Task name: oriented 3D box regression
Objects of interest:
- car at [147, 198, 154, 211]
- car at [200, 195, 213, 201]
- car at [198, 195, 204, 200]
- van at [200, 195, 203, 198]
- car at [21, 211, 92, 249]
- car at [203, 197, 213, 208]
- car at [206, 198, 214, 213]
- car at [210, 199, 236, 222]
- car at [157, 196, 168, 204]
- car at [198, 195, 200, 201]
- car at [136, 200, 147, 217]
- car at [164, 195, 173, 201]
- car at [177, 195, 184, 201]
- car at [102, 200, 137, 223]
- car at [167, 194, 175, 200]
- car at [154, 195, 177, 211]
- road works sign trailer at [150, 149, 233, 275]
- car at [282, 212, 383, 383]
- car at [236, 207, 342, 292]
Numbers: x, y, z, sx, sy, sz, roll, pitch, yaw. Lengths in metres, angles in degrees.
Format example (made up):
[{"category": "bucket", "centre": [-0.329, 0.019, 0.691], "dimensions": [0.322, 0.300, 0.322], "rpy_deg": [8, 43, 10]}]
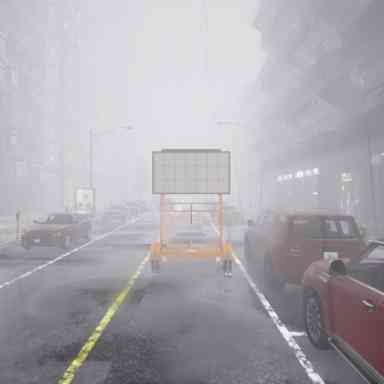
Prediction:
[{"category": "car", "centre": [-5.755, 1.563, 37.138], "dimensions": [1.947, 1.339, 4.313], "rpy_deg": [1, 0, 0]}, {"category": "car", "centre": [2.603, 1.556, 48.435], "dimensions": [1.947, 1.339, 4.313], "rpy_deg": [1, 0, 0]}, {"category": "car", "centre": [2.513, 1.528, 93.688], "dimensions": [1.802, 1.307, 4.206], "rpy_deg": [1, 0, 0]}, {"category": "van", "centre": [2.595, 1.328, 54.092], "dimensions": [1.690, 1.788, 3.998], "rpy_deg": [1, 0, 0]}, {"category": "car", "centre": [-5.709, 1.547, 14.511], "dimensions": [1.887, 1.381, 4.507], "rpy_deg": [1, 0, 0]}, {"category": "car", "centre": [2.626, 1.548, 37.121], "dimensions": [2.008, 1.369, 4.403], "rpy_deg": [1, 0, 0]}, {"category": "car", "centre": [2.637, 1.566, 31.464], "dimensions": [1.947, 1.339, 4.313], "rpy_deg": [1, 0, 0]}, {"category": "car", "centre": [2.649, 1.527, 25.978], "dimensions": [1.752, 1.417, 4.829], "rpy_deg": [1, 0, 0]}, {"category": "car", "centre": [-5.811, 1.560, 65.424], "dimensions": [1.802, 1.307, 4.206], "rpy_deg": [1, 0, 0]}, {"category": "car", "centre": [2.546, 1.549, 76.718], "dimensions": [1.802, 1.307, 4.206], "rpy_deg": [1, 0, 0]}, {"category": "car", "centre": [-5.743, 1.545, 31.481], "dimensions": [1.887, 1.381, 4.507], "rpy_deg": [1, 0, 0]}, {"category": "car", "centre": [-5.845, 1.543, 82.392], "dimensions": [1.802, 1.307, 4.206], "rpy_deg": [1, 0, 0]}, {"category": "car", "centre": [-3.173, 1.557, 86.480], "dimensions": [1.895, 1.301, 4.718], "rpy_deg": [0, 0, 0]}, {"category": "car", "centre": [-5.733, 1.584, 25.825], "dimensions": [1.802, 1.307, 4.206], "rpy_deg": [1, 0, 0]}, {"category": "car", "centre": [-5.865, 1.387, 93.707], "dimensions": [1.967, 1.590, 4.097], "rpy_deg": [1, 0, 0]}, {"category": "car", "centre": [-3.182, 1.473, 40.226], "dimensions": [1.882, 1.535, 5.008], "rpy_deg": [0, 0, 0]}, {"category": "road works sign trailer", "centre": [-0.020, 0.466, 10.397], "dimensions": [2.380, 3.560, 2.880], "rpy_deg": [0, 0, 0]}, {"category": "car", "centre": [2.697, 1.316, 3.181], "dimensions": [2.192, 1.841, 5.009], "rpy_deg": [1, 0, 0]}, {"category": "car", "centre": [2.685, 1.317, 8.838], "dimensions": [2.192, 1.841, 5.009], "rpy_deg": [1, 0, 0]}]
